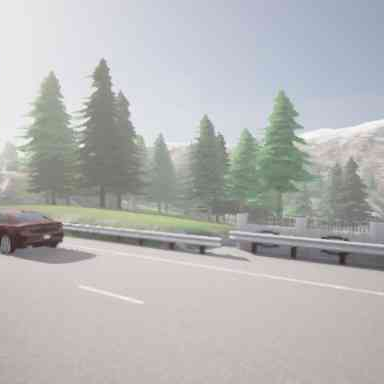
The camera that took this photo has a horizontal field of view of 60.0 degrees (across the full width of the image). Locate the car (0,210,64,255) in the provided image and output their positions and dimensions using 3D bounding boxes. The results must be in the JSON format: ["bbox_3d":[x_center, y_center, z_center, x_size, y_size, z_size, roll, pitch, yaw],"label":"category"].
[{"bbox_3d":[-7.263,1.476,13.476,5.008,1.535,1.882,0,0,36],"label":"car"}]
